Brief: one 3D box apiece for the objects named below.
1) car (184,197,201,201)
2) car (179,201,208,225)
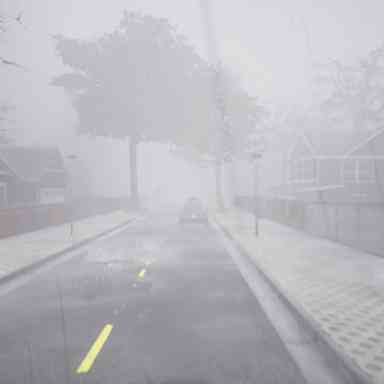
[{"bbox_3d":[0.090,1.356,41.103,2.097,1.767,4.553,0,0,0],"label":"car"},{"bbox_3d":[0.093,1.570,23.882,1.994,1.385,4.181,0,0,0],"label":"car"}]
